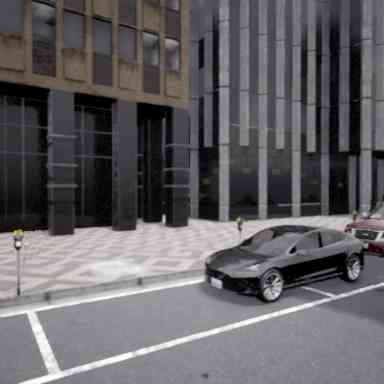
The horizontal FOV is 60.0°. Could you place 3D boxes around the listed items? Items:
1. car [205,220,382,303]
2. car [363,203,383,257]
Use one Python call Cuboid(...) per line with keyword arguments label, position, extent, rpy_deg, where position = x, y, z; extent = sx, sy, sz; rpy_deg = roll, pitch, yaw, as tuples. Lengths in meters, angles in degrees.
Cuboid(label="car", position=(2.349, 1.493, 7.983), extent=(4.313, 1.339, 1.947), rpy_deg=(0, 0, -32))
Cuboid(label="car", position=(7.113, 1.226, 10.994), extent=(5.009, 1.841, 2.192), rpy_deg=(0, 0, -32))
